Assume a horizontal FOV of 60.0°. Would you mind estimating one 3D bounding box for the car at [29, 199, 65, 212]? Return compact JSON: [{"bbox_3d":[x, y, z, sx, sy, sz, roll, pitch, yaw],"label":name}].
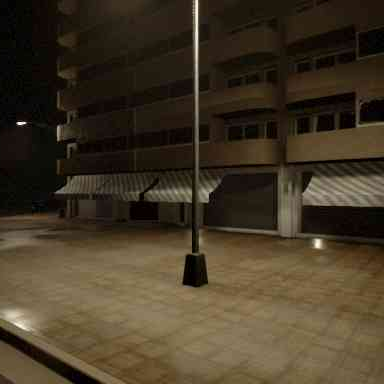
[{"bbox_3d":[-16.639,1.525,38.387,1.812,1.442,4.674,0,0,14],"label":"car"}]
